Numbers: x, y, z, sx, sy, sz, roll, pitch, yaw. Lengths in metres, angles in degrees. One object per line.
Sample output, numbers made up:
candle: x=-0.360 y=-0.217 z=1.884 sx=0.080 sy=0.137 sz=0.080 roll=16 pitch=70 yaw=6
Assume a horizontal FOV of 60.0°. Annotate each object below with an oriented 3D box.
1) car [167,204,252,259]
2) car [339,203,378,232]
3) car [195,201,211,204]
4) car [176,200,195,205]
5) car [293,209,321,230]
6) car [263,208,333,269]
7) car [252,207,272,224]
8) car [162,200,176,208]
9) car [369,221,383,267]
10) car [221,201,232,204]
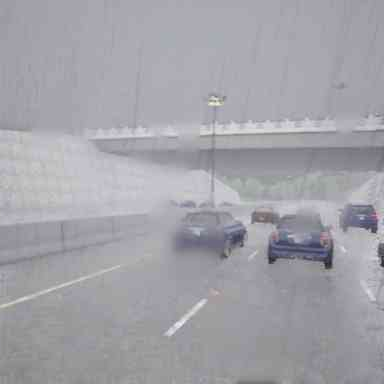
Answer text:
car: x=0.915 y=1.556 z=13.933 sx=2.097 sy=1.767 sz=4.553 roll=1 pitch=-1 yaw=20
car: x=12.251 y=1.867 z=24.692 sx=2.150 sy=2.045 sz=5.566 roll=1 pitch=-1 yaw=21
car: x=2.665 y=2.405 z=60.095 sx=1.994 sy=1.385 sz=4.181 roll=1 pitch=-1 yaw=21
car: x=-0.693 y=2.242 z=61.083 sx=1.882 sy=1.535 sz=5.008 roll=1 pitch=-1 yaw=21
car: x=9.432 y=2.166 z=27.171 sx=1.994 sy=1.385 sz=4.181 roll=1 pitch=-1 yaw=21
car: x=4.204 y=1.628 z=12.738 sx=2.097 sy=1.767 sz=4.553 roll=1 pitch=-1 yaw=20
car: x=6.467 y=2.026 z=29.233 sx=1.882 sy=1.535 sz=5.008 roll=1 pitch=0 yaw=20
car: x=-4.026 y=2.215 z=62.142 sx=1.812 sy=1.442 sz=4.674 roll=1 pitch=-1 yaw=21
car: x=6.756 y=1.852 z=9.588 sx=2.033 sy=1.411 sz=5.357 roll=1 pitch=-1 yaw=20
car: x=6.025 y=2.410 z=59.105 sx=2.128 sy=1.511 sz=4.902 roll=1 pitch=-1 yaw=21
